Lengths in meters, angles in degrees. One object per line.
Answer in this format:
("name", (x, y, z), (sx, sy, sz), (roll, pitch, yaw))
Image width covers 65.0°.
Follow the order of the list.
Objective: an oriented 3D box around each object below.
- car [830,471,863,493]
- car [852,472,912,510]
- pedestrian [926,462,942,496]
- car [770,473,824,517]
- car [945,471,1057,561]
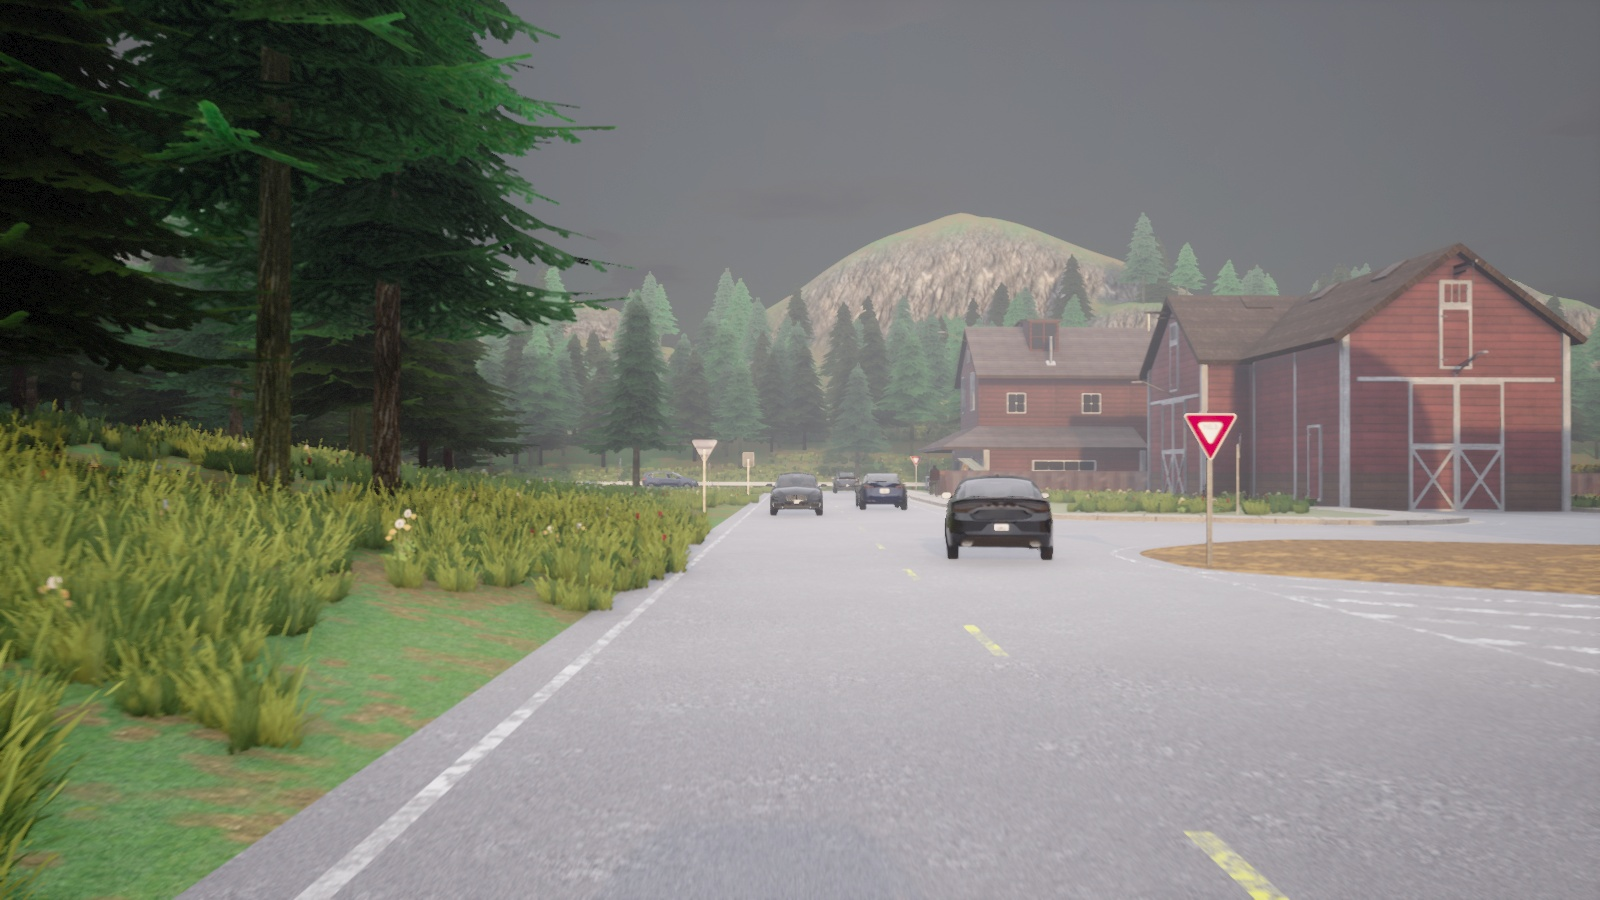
("car", (3.284, 2.256, 89.519), (2.128, 1.511, 4.902), (0, -1, 0))
("car", (3.373, 1.680, 52.532), (2.163, 1.488, 4.792), (0, -1, 0))
("pedestrian", (7.501, 1.617, 70.286), (0.634, 1.844, 0.899), (0, -1, -12))
("car", (-0.110, 1.585, 45.708), (1.837, 1.490, 4.892), (0, -1, 0))
("car", (3.773, 1.181, 24.118), (1.882, 1.535, 5.008), (-1, -1, 7))
